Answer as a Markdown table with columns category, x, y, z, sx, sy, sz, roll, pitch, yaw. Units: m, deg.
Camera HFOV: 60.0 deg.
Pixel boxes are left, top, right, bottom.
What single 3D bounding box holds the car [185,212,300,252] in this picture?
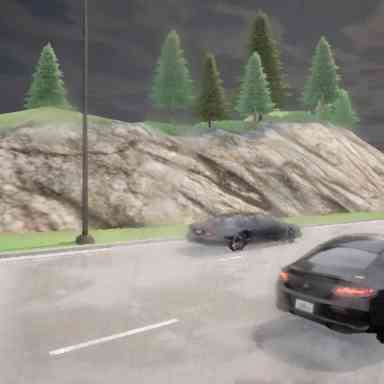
| category | x | y | z | sx | sy | sz | roll | pitch | yaw |
| --- | --- | --- | --- | --- | --- | --- | --- | --- | --- |
| car | 2.292 | 1.546 | 13.986 | 5.357 | 1.411 | 2.033 | 0 | 0 | -36 |

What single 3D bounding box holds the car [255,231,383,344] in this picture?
| category | x | y | z | sx | sy | sz | roll | pitch | yaw |
| --- | --- | --- | --- | --- | --- | --- | --- | --- | --- |
| car | 3.537 | 1.525 | 6.274 | 4.674 | 1.442 | 1.812 | 0 | 0 | -36 |
